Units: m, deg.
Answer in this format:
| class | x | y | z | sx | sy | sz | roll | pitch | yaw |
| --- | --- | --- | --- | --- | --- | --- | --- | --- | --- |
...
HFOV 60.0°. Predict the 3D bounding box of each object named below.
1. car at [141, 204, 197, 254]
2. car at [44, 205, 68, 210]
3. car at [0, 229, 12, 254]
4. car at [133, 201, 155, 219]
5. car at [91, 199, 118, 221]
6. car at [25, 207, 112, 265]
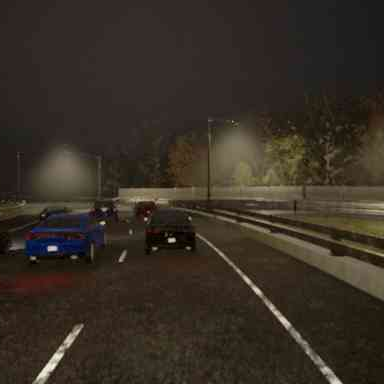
| class | x | y | z | sx | sy | sz | roll | pitch | yaw |
| --- | --- | --- | --- | --- | --- | --- | --- | --- | --- |
| car | -0.970 | 1.489 | 13.756 | 1.882 | 1.535 | 5.008 | 0 | 0 | -7 |
| car | -10.305 | 1.663 | 25.566 | 1.895 | 1.301 | 4.718 | 0 | 0 | -14 |
| car | -7.689 | 1.604 | 11.007 | 1.994 | 1.385 | 4.181 | 0 | 0 | -7 |
| car | -4.160 | 1.512 | 29.752 | 1.882 | 1.535 | 5.008 | 0 | 0 | -14 |
| car | -7.156 | 1.399 | 27.309 | 2.097 | 1.767 | 4.553 | 0 | 0 | -14 |
| car | -4.273 | 1.505 | 11.972 | 1.882 | 1.535 | 5.008 | 0 | -1 | -7 |
